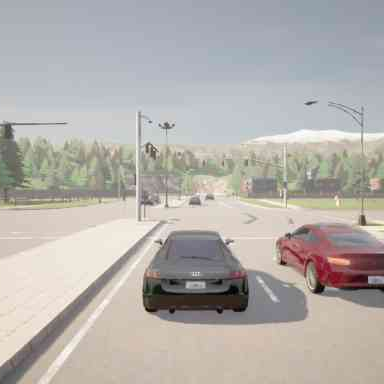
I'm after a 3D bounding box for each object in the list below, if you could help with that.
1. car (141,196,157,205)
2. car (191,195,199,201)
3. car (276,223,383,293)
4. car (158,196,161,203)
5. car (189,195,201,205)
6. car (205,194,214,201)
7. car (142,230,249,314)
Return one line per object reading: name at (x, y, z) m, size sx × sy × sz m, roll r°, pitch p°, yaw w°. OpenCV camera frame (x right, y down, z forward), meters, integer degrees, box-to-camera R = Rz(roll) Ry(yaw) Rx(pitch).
car at (-7.577, 1.601, 56.336) m, size 1.895 × 1.301 × 4.718 m, roll 0°, pitch 0°, yaw 1°
car at (0.835, 1.428, 82.164) m, size 1.895 × 1.301 × 4.718 m, roll 0°, pitch 0°, yaw 1°
car at (3.554, 1.526, 8.708) m, size 1.812 × 1.442 × 4.674 m, roll 0°, pitch 0°, yaw 0°
car at (-7.394, 1.505, 66.772) m, size 1.837 × 1.490 × 4.892 m, roll 0°, pitch 0°, yaw 1°
car at (0.491, 1.563, 56.708) m, size 1.994 × 1.385 × 4.181 m, roll 0°, pitch 0°, yaw 1°
car at (4.334, 1.188, 82.059) m, size 2.097 × 1.767 × 4.553 m, roll 0°, pitch 0°, yaw 1°
car at (0.056, 1.564, 7.704) m, size 1.994 × 1.385 × 4.181 m, roll 0°, pitch 0°, yaw 0°
